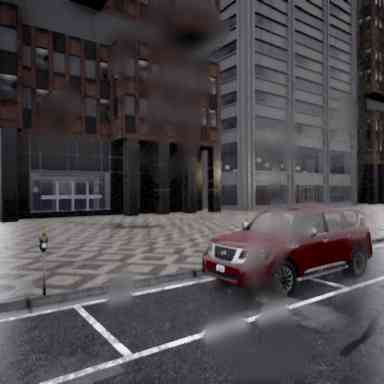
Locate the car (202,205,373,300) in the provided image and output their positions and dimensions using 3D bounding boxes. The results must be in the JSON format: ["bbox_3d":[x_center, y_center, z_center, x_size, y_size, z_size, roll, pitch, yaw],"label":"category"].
[{"bbox_3d":[2.650,1.302,8.540,5.009,1.841,2.192,0,0,-35],"label":"car"}]
